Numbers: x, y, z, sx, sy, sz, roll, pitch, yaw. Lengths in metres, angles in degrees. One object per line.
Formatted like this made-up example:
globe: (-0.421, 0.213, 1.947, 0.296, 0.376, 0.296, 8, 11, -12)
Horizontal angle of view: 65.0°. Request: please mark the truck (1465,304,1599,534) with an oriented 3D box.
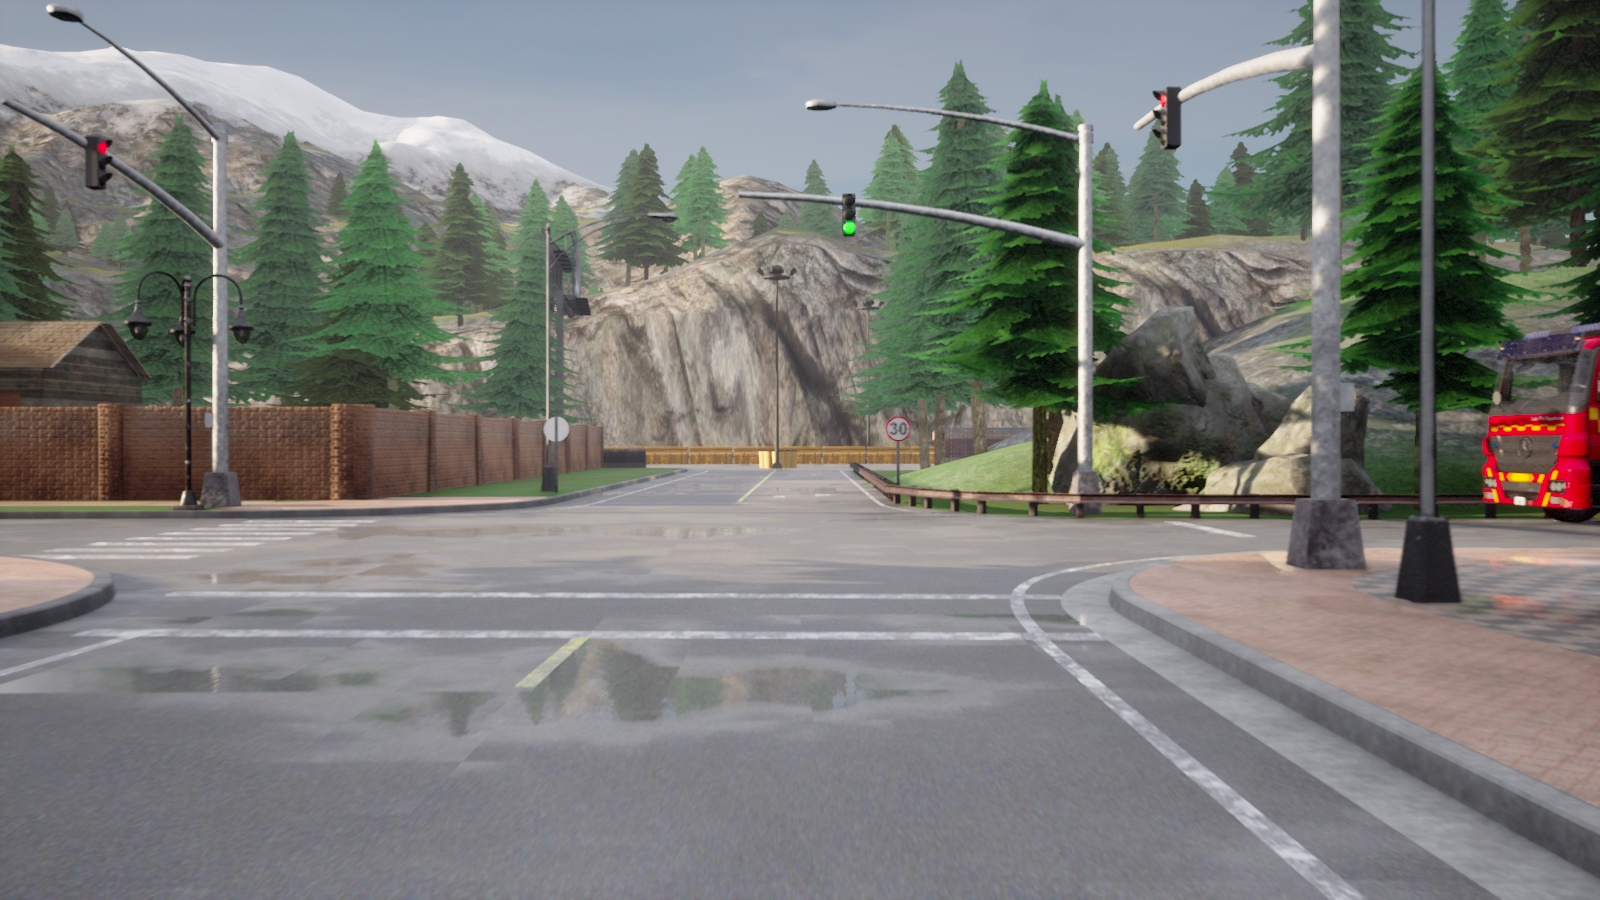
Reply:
truck: (16.848, -0.515, 22.385, 8.468, 3.827, 2.891, 0, 0, 0)
